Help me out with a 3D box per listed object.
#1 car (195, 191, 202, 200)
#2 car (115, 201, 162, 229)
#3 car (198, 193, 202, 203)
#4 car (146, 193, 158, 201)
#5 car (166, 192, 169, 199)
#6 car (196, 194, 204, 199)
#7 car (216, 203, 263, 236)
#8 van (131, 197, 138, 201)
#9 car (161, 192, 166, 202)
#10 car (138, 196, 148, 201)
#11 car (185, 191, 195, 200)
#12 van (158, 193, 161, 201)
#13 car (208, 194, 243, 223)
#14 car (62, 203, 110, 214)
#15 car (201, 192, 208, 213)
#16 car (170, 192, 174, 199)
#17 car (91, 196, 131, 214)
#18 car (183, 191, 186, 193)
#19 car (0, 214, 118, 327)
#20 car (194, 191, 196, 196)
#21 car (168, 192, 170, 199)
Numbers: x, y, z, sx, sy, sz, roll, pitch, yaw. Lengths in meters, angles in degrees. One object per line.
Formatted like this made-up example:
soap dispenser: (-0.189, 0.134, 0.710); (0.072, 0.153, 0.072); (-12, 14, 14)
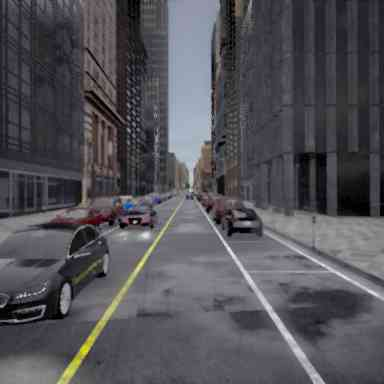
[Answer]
car: (2.243, 1.023, 62.599); (2.192, 1.841, 5.009); (0, 0, 0)
car: (-3.217, 1.501, 20.858); (1.994, 1.385, 4.181); (0, 0, 0)
car: (2.321, 1.313, 51.351); (1.887, 1.381, 4.507); (0, 0, 0)
car: (-6.164, 1.272, 45.670); (1.967, 1.590, 4.097); (0, 0, 0)
car: (-6.323, 1.255, 68.168); (1.887, 1.381, 4.507); (0, 0, 0)
car: (2.083, 1.131, 85.097); (2.008, 1.369, 4.403); (0, 0, 0)
car: (2.559, 1.494, 17.605); (1.947, 1.339, 4.313); (0, 0, 0)
van: (-6.044, 1.256, 28.796); (1.690, 1.788, 3.998); (0, 0, 0)
car: (-6.242, 1.087, 56.918); (2.192, 1.841, 5.009); (0, 0, 0)
car: (-6.085, 1.439, 34.421); (2.008, 1.369, 4.403); (0, 0, 0)
car: (-0.540, 1.151, 77.620); (1.812, 1.442, 4.674); (0, 0, 0)
van: (-6.203, 1.143, 51.294); (1.690, 1.788, 3.998); (0, 0, 0)
car: (2.521, 1.220, 23.228); (2.192, 1.841, 5.009); (0, 0, 0)
car: (-5.966, 1.507, 17.546); (1.887, 1.381, 4.507); (0, 0, 0)
car: (2.442, 1.170, 34.477); (2.192, 1.841, 5.009); (0, 0, 0)
car: (-6.442, 1.159, 85.042); (1.887, 1.381, 4.507); (0, 0, 0)
car: (-6.005, 1.254, 23.171); (2.192, 1.841, 5.009); (0, 0, 0)
car: (-0.612, 0.764, 87.591); (2.097, 1.767, 4.553); (0, 0, 0)
car: (-3.142, 1.493, 7.350); (1.837, 1.490, 4.892); (0, 0, -1)
car: (2.164, 0.960, 73.847); (2.192, 1.841, 5.009); (0, 0, 0)
car: (-6.362, 1.205, 73.623); (1.752, 1.417, 4.829); (0, 0, 0)
